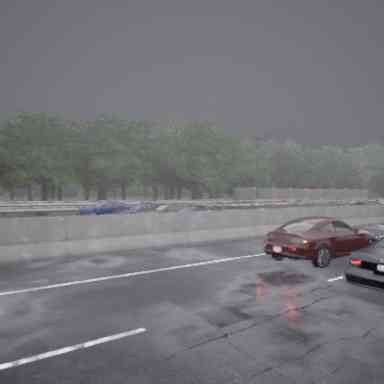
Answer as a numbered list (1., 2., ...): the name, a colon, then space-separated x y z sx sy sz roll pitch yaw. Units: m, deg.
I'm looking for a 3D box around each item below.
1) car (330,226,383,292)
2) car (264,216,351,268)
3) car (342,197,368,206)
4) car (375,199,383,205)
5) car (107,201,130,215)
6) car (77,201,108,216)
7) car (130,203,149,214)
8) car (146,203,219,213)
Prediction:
1. car: 5.857 1.577 8.044 5.357 1.411 2.033 0 0 -35
2. car: 4.438 1.559 11.333 4.674 1.442 1.812 0 0 -35
3. car: 25.583 1.587 52.253 4.553 1.767 2.097 0 0 -35
4. car: 30.247 1.796 51.258 5.357 1.411 2.033 0 0 -35
5. car: -3.743 1.590 27.111 5.357 1.411 2.033 0 0 -35
6. car: -7.326 1.512 28.853 5.008 1.535 1.882 0 0 -35
7. car: -1.763 1.568 24.222 4.674 1.442 1.812 0 0 -35
8. car: 0.113 1.589 21.264 5.357 1.411 2.033 0 0 -35
